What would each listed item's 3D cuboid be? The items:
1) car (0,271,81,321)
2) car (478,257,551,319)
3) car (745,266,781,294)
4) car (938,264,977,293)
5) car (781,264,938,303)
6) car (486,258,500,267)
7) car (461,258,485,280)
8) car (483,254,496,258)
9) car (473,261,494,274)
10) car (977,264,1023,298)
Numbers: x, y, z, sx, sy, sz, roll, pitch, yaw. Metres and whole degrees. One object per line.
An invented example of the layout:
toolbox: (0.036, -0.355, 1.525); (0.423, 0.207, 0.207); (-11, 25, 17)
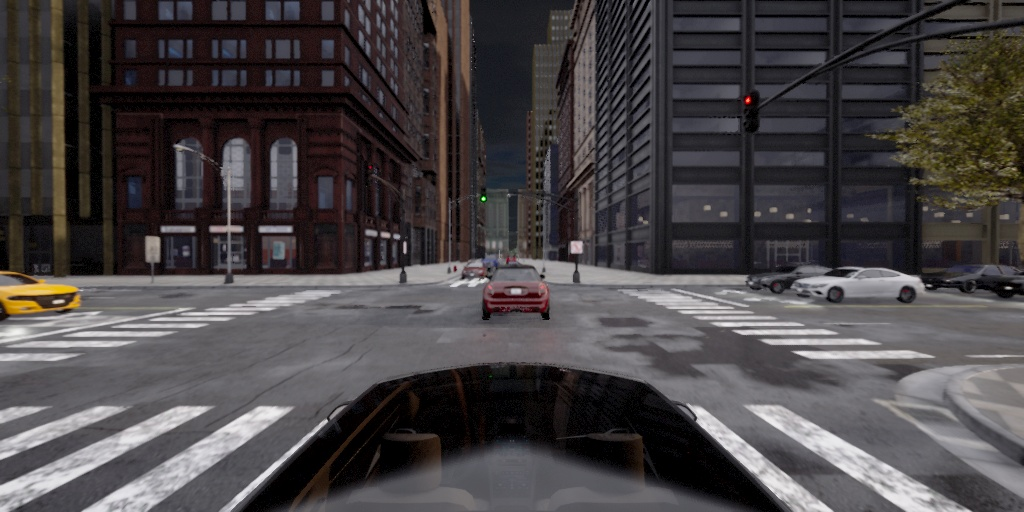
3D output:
car: (-17.345, 1.233, 11.793); (5.008, 1.535, 1.882); (0, 1, 1)
car: (0.135, 1.062, 12.726); (2.097, 1.767, 4.553); (0, 0, 0)
car: (14.687, 1.142, 18.573); (4.674, 1.442, 1.812); (0, 1, 0)
car: (24.277, 1.143, 18.598); (5.357, 1.411, 2.033); (0, 1, 0)
car: (14.653, 1.171, 15.330); (4.674, 1.442, 1.812); (0, 1, 1)
car: (-3.093, 1.125, 59.332); (1.994, 1.385, 4.181); (0, 0, 0)
car: (-3.074, 1.171, 30.173); (1.812, 1.442, 4.674); (0, 0, 0)
car: (-3.052, 0.808, 49.373); (2.150, 2.045, 5.566); (0, 0, 0)
car: (-3.088, 1.216, 39.530); (1.895, 1.301, 4.718); (0, 0, 0)
car: (23.677, 1.131, 15.342); (4.892, 1.490, 1.837); (0, 1, 0)
